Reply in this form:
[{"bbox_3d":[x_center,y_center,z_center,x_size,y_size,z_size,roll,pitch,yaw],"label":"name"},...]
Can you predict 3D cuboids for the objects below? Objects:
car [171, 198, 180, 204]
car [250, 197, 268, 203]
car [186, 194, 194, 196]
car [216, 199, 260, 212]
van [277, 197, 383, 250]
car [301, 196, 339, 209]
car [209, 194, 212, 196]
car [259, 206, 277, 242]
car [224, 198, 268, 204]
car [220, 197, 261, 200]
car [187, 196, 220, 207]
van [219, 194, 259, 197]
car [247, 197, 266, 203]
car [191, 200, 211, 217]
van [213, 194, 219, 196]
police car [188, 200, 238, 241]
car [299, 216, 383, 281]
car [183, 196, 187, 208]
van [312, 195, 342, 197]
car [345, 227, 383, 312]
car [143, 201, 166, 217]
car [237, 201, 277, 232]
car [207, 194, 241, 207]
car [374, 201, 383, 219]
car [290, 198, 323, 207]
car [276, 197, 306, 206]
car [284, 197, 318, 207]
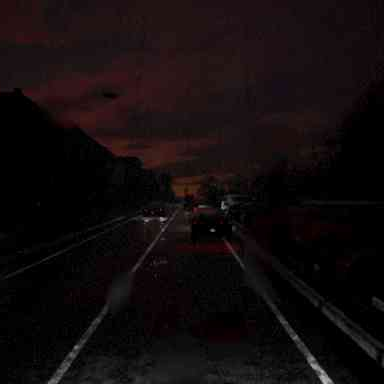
[{"bbox_3d":[-3.655,1.962,72.429,1.895,1.301,4.718,0,-1,0],"label":"car"},{"bbox_3d":[18.193,2.168,90.300,4.674,1.452,2.002,0,-1,0],"label":"car"},{"bbox_3d":[-0.381,1.524,68.382,2.150,2.045,5.566,0,-1,0],"label":"car"},{"bbox_3d":[5.374,1.576,39.371,4.892,1.521,2.231,0,0,0],"label":"car"},{"bbox_3d":[5.458,1.262,11.342,4.442,1.987,1.878,0,0,0],"label":"van"},{"bbox_3d":[18.376,1.490,47.896,4.553,1.767,2.185,0,0,0],"label":"car"},{"bbox_3d":[5.356,1.364,47.781,5.566,2.045,2.435,0,0,0],"label":"car"},{"bbox_3d":[5.584,1.521,14.146,4.792,1.488,2.163,0,0,0],"label":"car"},{"bbox_3d":[5.453,1.526,28.154,4.892,1.521,2.231,0,0,0],"label":"car"},{"bbox_3d":[5.413,1.550,33.765,5.008,1.535,2.097,0,0,0],"label":"car"},{"bbox_3d":[0.826,1.405,26.835,2.097,1.767,4.553,0,0,0],"label":"car"},{"bbox_3d":[5.515,1.337,36.570,4.442,1.987,1.878,0,0,0],"label":"van"},{"bbox_3d":[18.186,2.172,93.449,5.008,1.535,2.097,0,-1,0],"label":"car"},{"bbox_3d":[0.792,1.585,32.874,1.837,1.490,4.892,0,0,0],"label":"car"},{"bbox_3d":[5.246,1.362,42.175,4.442,1.987,1.878,0,0,0],"label":"van"},{"bbox_3d":[0.881,1.451,16.954,1.930,1.638,5.238,0,0,0],"label":"police car"},{"bbox_3d":[5.565,1.514,8.539,4.792,1.488,2.163,0,0,0],"label":"car"},{"bbox_3d":[-0.277,1.722,49.923,1.994,1.385,4.181,0,0,0],"label":"car"},{"bbox_3d":[18.540,1.374,45.117,4.442,1.987,1.878,0,0,0],"label":"van"},{"bbox_3d":[5.584,1.511,5.736,4.792,1.488,2.163,0,0,0],"label":"car"},{"bbox_3d":[-3.524,1.601,31.985,1.812,1.442,4.674,0,0,0],"label":"car"},{"bbox_3d":[5.510,1.499,19.749,5.008,1.535,2.097,0,0,0],"label":"car"},{"bbox_3d":[5.311,1.426,56.191,5.566,2.045,2.435,0,0,0],"label":"car"},{"bbox_3d":[18.564,1.556,28.402,4.792,1.488,2.163,0,0,0],"label":"car"},{"bbox_3d":[18.379,1.693,53.463,4.674,1.452,2.002,0,0,0],"label":"car"},{"bbox_3d":[18.329,1.734,61.818,5.008,1.535,2.097,0,-1,0],"label":"car"},{"bbox_3d":[18.367,1.676,56.250,5.008,1.535,2.097,0,-1,0],"label":"car"}]
